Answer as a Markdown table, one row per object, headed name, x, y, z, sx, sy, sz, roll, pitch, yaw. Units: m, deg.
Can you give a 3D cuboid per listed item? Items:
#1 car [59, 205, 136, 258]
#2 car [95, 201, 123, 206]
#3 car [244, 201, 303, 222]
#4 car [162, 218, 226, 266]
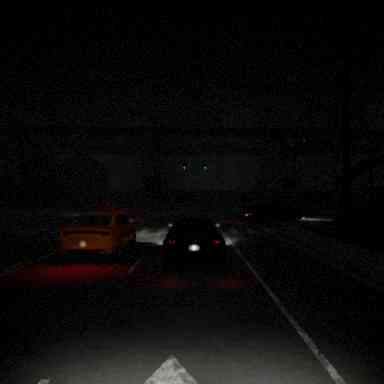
| name | x | y | z | sx | sy | sz | roll | pitch | yaw |
| --- | --- | --- | --- | --- | --- | --- | --- | --- | --- |
| car | -3.426 | 1.493 | 12.930 | 1.882 | 1.535 | 5.008 | 0 | 0 | 0 |
| car | -7.631 | 1.512 | 30.331 | 1.882 | 1.535 | 5.008 | 1 | -1 | -35 |
| car | 6.567 | 1.536 | 26.684 | 4.892 | 1.490 | 1.837 | 0 | -3 | -19 |
| car | 0.073 | 1.578 | 11.584 | 1.994 | 1.385 | 4.181 | 0 | 0 | 0 |
